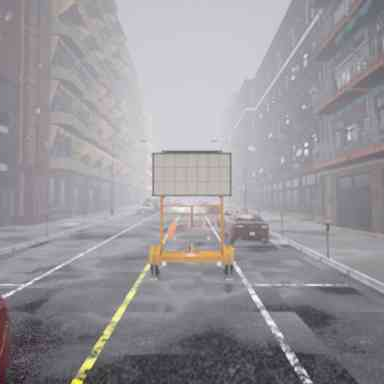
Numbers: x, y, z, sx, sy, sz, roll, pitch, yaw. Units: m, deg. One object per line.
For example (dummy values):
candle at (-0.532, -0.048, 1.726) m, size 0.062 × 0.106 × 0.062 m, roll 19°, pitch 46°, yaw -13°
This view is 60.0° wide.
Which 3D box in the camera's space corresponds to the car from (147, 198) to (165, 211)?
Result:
car at (-5.257, 1.686, 44.177) m, size 2.192 × 1.841 × 5.009 m, roll 2°, pitch -1°, yaw 0°

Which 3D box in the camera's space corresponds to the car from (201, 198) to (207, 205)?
car at (2.616, 1.921, 44.106) m, size 2.008 × 1.369 × 4.403 m, roll 1°, pitch -1°, yaw 0°

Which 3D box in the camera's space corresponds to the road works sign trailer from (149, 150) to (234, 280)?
road works sign trailer at (-0.002, 0.541, 10.143) m, size 2.380 × 3.560 × 2.880 m, roll 0°, pitch 0°, yaw 0°

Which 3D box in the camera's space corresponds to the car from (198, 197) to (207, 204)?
car at (2.616, 2.089, 82.822) m, size 2.192 × 1.841 × 5.009 m, roll 1°, pitch -1°, yaw 0°

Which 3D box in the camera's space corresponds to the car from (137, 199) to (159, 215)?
car at (-5.267, 1.844, 38.474) m, size 1.752 × 1.417 × 4.829 m, roll 2°, pitch -1°, yaw 0°

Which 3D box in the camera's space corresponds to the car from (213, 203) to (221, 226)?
car at (2.601, 1.699, 22.155) m, size 1.752 × 1.417 × 4.829 m, roll 1°, pitch 0°, yaw 0°

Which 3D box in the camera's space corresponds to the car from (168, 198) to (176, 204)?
car at (-5.232, 2.405, 88.416) m, size 1.947 × 1.339 × 4.313 m, roll 1°, pitch -1°, yaw 0°

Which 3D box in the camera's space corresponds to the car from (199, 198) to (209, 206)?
car at (2.647, 2.092, 71.760) m, size 1.967 × 1.590 × 4.097 m, roll 1°, pitch -1°, yaw 0°

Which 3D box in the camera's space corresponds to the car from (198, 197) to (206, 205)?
car at (2.629, 2.078, 60.697) m, size 1.887 × 1.381 × 4.507 m, roll 1°, pitch -1°, yaw 0°

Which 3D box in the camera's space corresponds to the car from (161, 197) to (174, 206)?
car at (-5.238, 1.967, 71.827) m, size 2.192 × 1.841 × 5.009 m, roll 1°, pitch -1°, yaw 0°

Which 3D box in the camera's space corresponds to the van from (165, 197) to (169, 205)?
van at (-5.250, 1.818, 55.235) m, size 1.690 × 1.788 × 3.998 m, roll 2°, pitch -1°, yaw 0°

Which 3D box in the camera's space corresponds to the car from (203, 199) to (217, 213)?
car at (2.612, 1.864, 38.575) m, size 1.887 × 1.381 × 4.507 m, roll 1°, pitch -1°, yaw 0°

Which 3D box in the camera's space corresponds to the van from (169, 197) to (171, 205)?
van at (-5.247, 1.875, 60.767) m, size 1.690 × 1.788 × 3.998 m, roll 1°, pitch -1°, yaw 0°

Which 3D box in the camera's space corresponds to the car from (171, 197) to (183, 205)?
car at (-2.702, 2.122, 63.120) m, size 1.994 × 1.385 × 4.181 m, roll 0°, pitch -1°, yaw 0°

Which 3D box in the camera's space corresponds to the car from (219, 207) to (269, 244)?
car at (2.596, 1.671, 16.453) m, size 1.887 × 1.381 × 4.507 m, roll 1°, pitch 0°, yaw 0°

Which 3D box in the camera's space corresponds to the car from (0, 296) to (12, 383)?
car at (-2.849, 1.489, 1.473) m, size 1.882 × 1.535 × 5.008 m, roll 0°, pitch 0°, yaw 0°

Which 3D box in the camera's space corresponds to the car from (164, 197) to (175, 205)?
car at (-5.234, 2.028, 77.357) m, size 2.192 × 1.841 × 5.009 m, roll 1°, pitch -1°, yaw 0°
